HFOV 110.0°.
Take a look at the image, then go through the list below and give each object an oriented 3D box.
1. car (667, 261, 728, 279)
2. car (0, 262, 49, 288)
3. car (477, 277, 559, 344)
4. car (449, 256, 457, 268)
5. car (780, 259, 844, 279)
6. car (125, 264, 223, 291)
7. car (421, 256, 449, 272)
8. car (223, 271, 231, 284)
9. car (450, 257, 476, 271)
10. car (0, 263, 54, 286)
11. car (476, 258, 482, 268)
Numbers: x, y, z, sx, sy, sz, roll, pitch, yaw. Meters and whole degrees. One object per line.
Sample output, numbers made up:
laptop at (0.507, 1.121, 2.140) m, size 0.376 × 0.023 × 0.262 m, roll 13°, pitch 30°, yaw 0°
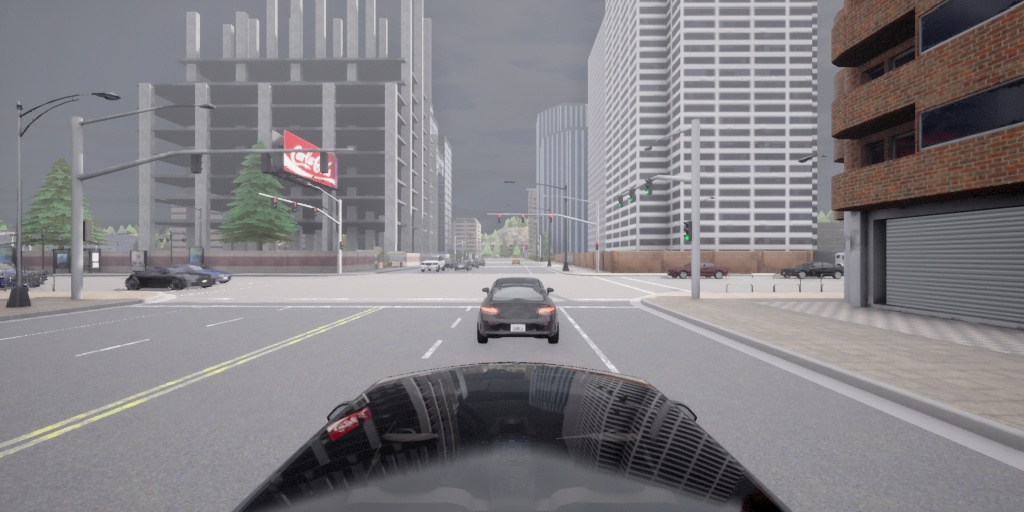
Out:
car at (16.460, 1.227, 31.905) m, size 5.008 × 1.535 × 1.882 m, roll 0°, pitch 0°, yaw 0°
car at (-31.294, 1.101, 21.516) m, size 4.553 × 1.767 × 2.097 m, roll 0°, pitch 0°, yaw 0°
car at (0.157, 1.276, 9.484) m, size 1.812 × 1.442 × 4.674 m, roll 0°, pitch 0°, yaw 1°
car at (-9.970, 1.101, 55.669) m, size 2.097 × 1.767 × 4.553 m, roll 0°, pitch 0°, yaw 1°
car at (26.653, 1.227, 31.829) m, size 5.008 × 1.535 × 1.882 m, roll 0°, pitch 0°, yaw 0°
car at (-20.200, 1.314, 21.298) m, size 4.181 × 1.385 × 1.994 m, roll 0°, pitch 0°, yaw 2°
car at (-10.084, 0.971, 46.199) m, size 2.150 × 2.045 × 5.566 m, roll 0°, pitch 0°, yaw 1°
car at (-22.280, 1.275, 24.957) m, size 4.674 × 1.442 × 1.812 m, roll 0°, pitch 0°, yaw 0°
car at (-6.565, 1.241, 48.554) m, size 2.128 × 1.511 × 4.902 m, roll 0°, pitch 0°, yaw 1°
car at (-35.612, 1.257, 25.046) m, size 4.892 × 1.490 × 1.837 m, roll -1°, pitch 0°, yaw 0°
car at (-6.444, 1.313, 58.524) m, size 1.994 × 1.385 × 4.181 m, roll 0°, pitch 0°, yaw 0°
